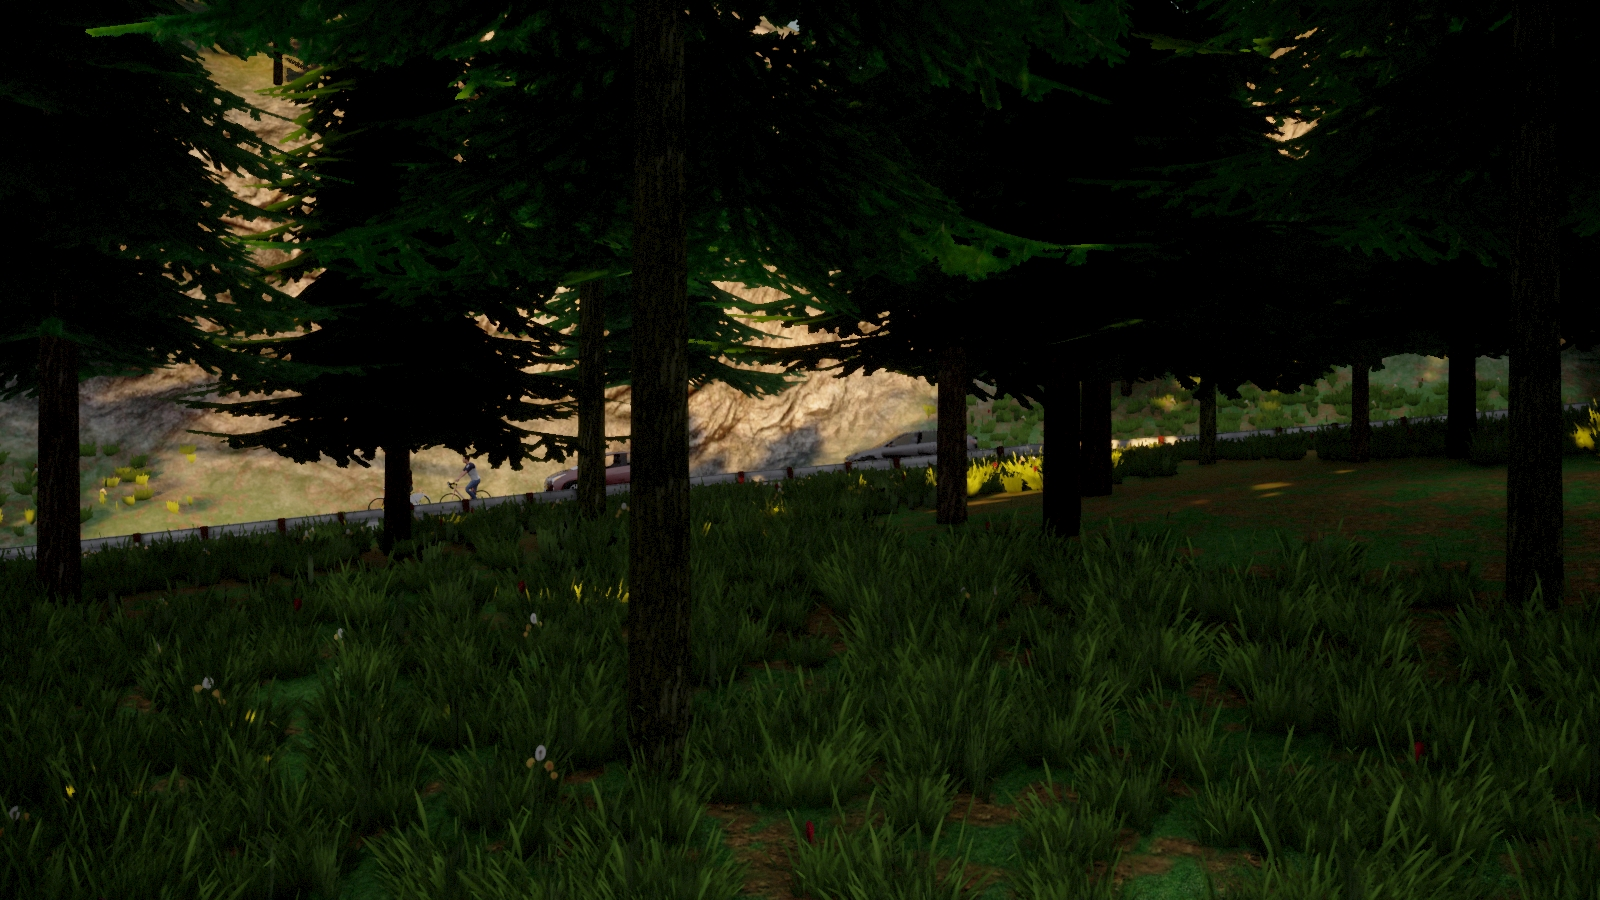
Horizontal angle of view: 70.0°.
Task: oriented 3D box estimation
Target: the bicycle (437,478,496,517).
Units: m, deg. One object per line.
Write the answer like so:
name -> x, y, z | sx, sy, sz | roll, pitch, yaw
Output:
bicycle -> -10.252, 1.440, 35.171 | 1.643, 1.024, 0.373 | -5, 3, -36

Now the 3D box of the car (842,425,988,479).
car -> 3.959, 0.069, 40.023 | 4.792, 1.488, 2.163 | -4, 0, 1

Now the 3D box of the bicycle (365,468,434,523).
bicycle -> -12.076, 1.355, 34.489 | 1.835, 1.471, 0.329 | -5, 2, -29
